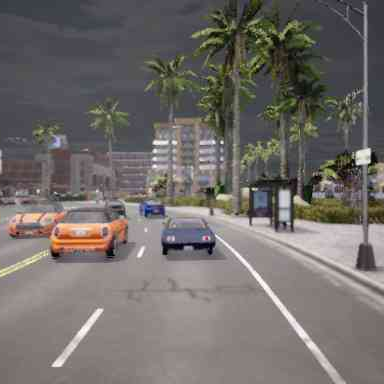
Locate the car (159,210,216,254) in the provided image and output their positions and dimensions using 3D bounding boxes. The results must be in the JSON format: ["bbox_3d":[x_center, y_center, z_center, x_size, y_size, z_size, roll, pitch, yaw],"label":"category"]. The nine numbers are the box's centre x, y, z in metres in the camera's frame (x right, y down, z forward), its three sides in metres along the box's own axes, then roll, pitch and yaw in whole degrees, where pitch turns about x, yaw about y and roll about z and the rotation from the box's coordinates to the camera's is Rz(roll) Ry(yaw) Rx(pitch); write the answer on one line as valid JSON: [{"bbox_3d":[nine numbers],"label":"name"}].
[{"bbox_3d":[-0.271,1.607,13.450,1.895,1.301,4.718,0,0,-4],"label":"car"}]

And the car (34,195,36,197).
[{"bbox_3d":[-26.504,1.628,55.113,4.718,1.301,1.895,0,0,41],"label":"car"}]

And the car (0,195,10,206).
[{"bbox_3d":[-29.932,1.589,53.335,4.181,1.385,1.994,0,0,39],"label":"car"}]

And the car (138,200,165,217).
[{"bbox_3d":[-3.868,1.493,31.362,1.882,1.535,5.008,0,0,-18],"label":"car"}]

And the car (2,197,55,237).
[{"bbox_3d":[-8.101,1.361,18.005,2.097,1.767,4.553,0,0,-9],"label":"car"}]

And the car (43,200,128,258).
[{"bbox_3d":[-3.768,1.359,12.980,2.097,1.767,4.553,0,0,-4],"label":"car"}]

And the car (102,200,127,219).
[{"bbox_3d":[-7.084,1.519,29.966,1.837,1.490,4.892,0,0,-17],"label":"car"}]
